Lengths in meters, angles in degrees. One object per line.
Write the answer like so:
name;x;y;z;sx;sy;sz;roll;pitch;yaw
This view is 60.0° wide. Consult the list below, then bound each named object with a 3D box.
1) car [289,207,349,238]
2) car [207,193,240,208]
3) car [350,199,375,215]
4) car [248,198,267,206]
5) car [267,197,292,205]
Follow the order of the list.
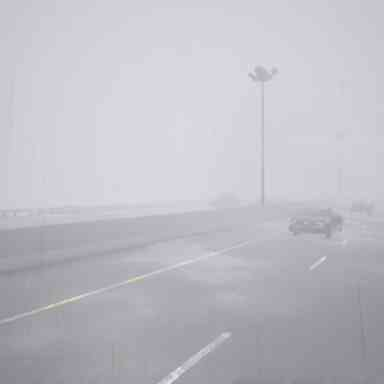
car;6.742;1.523;17.715;2.033;1.411;5.357;0;0;33
car;4.835;1.185;47.026;2.150;2.045;5.566;0;0;34
car;17.204;1.470;33.704;1.812;1.442;4.674;0;0;33
car;9.722;1.552;48.046;1.895;1.301;4.718;0;0;34
car;12.321;1.472;45.637;1.812;1.442;4.674;0;0;34
